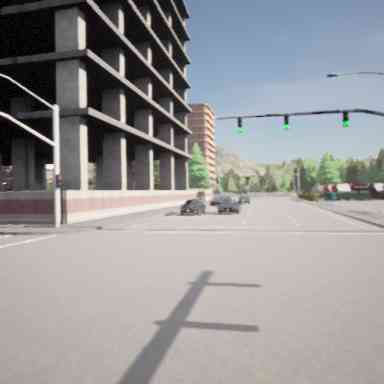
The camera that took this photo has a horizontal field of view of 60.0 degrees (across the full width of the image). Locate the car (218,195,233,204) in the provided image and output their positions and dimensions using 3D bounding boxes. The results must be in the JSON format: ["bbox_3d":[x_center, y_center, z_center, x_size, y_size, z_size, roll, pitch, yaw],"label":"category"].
[{"bbox_3d":[6.105,1.361,59.886,2.033,1.411,5.357,-1,0,12],"label":"car"}]

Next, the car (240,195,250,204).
[{"bbox_3d":[8.785,1.264,55.923,2.128,1.511,4.902,-1,0,13],"label":"car"}]

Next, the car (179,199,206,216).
[{"bbox_3d":[0.128,1.449,32.091,1.837,1.490,4.892,-1,0,12],"label":"car"}]

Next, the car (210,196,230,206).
[{"bbox_3d":[3.990,1.407,50.446,2.033,1.411,5.357,-1,0,12],"label":"car"}]

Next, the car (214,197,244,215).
[{"bbox_3d":[3.710,1.446,32.571,1.994,1.385,4.181,-1,0,12],"label":"car"}]
